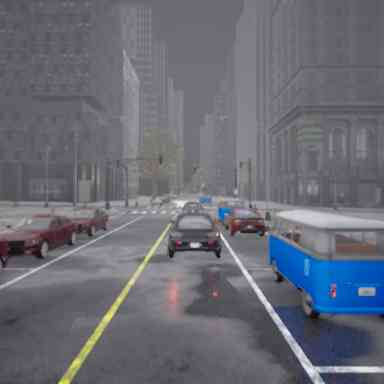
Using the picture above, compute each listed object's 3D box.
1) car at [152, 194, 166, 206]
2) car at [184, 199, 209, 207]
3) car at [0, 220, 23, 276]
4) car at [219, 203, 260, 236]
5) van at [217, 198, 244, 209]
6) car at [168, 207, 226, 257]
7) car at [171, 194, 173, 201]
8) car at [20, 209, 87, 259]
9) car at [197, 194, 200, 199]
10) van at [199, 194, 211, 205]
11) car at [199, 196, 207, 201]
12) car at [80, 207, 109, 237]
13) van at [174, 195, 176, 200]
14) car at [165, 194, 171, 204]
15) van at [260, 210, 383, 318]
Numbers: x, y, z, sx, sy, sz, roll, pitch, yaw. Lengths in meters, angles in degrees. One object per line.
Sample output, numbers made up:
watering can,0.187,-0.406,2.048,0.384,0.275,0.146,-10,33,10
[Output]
car,-5.817,1.556,56.106,1.752,1.417,4.829,0,0,0
car,0.076,1.556,28.088,2.033,1.411,5.357,0,0,0
car,-5.780,1.546,7.132,1.887,1.381,4.507,0,0,0
car,2.762,1.549,18.172,1.887,1.381,4.507,0,0,0
van,2.759,1.348,23.697,1.690,1.788,3.998,0,0,0
car,0.096,1.528,12.872,1.812,1.442,4.674,0,0,0
car,-5.824,1.364,72.145,2.192,1.841,5.009,0,0,0
car,-5.786,1.547,12.657,1.887,1.381,4.507,0,0,0
car,2.699,1.595,72.508,1.887,1.381,4.507,0,0,0
van,2.710,1.378,61.682,1.690,1.788,3.998,0,0,0
car,2.690,1.616,83.334,2.008,1.369,4.403,0,0,0
car,-5.793,1.549,18.182,1.887,1.381,4.507,0,0,0
van,-5.839,1.413,88.012,1.690,1.788,3.998,0,0,0
car,-5.820,1.587,66.856,1.887,1.381,4.507,0,0,0
van,2.771,1.343,7.123,1.690,1.788,3.998,0,0,0
